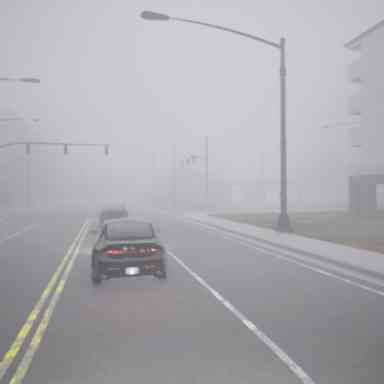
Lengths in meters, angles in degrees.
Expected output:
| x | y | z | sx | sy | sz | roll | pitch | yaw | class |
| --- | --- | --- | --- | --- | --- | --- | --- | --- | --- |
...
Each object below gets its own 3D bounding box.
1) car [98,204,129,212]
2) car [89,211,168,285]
| x | y | z | sx | sy | sz | roll | pitch | yaw | class |
| --- | --- | --- | --- | --- | --- | --- | --- | --- | --- |
| -5.378 | 1.543 | 22.942 | 1.882 | 1.535 | 5.008 | 0 | 0 | -15 | car |
| -1.917 | 1.530 | 9.769 | 1.837 | 1.490 | 4.892 | 0 | 0 | -14 | car |
